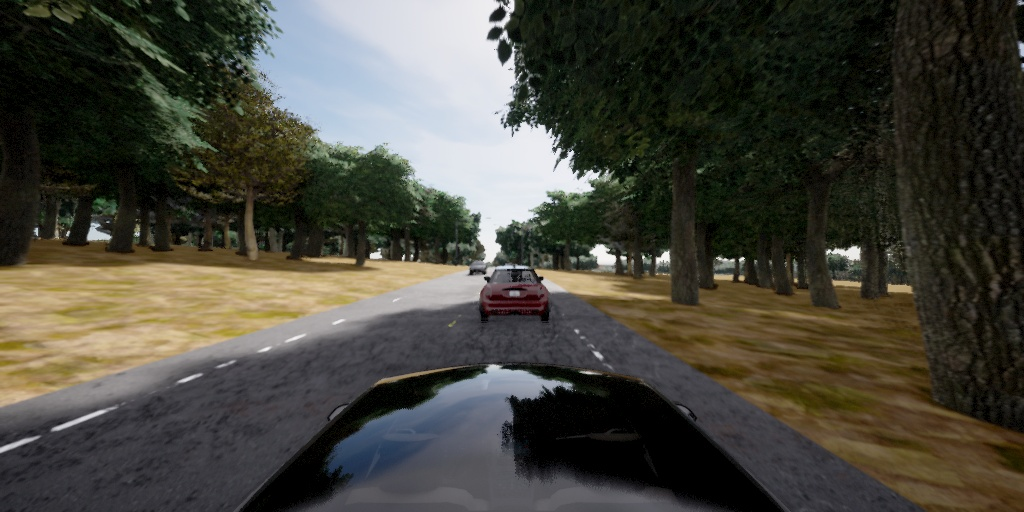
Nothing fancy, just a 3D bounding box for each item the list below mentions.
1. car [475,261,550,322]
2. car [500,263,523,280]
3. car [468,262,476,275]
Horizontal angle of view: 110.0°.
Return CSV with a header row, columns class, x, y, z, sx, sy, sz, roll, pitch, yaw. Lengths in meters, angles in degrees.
class,x,y,z,sx,sy,sz,roll,pitch,yaw
car,0.070,1.107,12.455,2.097,1.767,4.553,0,0,0
car,-0.077,1.374,32.358,1.994,1.385,4.181,0,0,-1
car,-3.768,1.364,40.413,1.837,1.490,4.892,0,-1,-1
